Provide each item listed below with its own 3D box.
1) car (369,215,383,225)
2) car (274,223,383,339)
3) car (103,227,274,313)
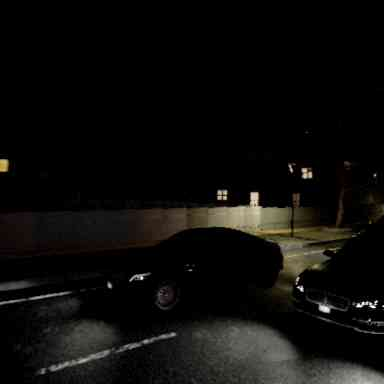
[{"bbox_3d":[9.161,1.685,14.471,4.892,1.490,1.837,1,-1,-35],"label":"car"},{"bbox_3d":[4.025,1.586,6.639,4.892,1.490,1.837,0,0,-36],"label":"car"},{"bbox_3d":[0.266,1.588,7.929,4.674,1.442,1.812,1,-1,-36],"label":"car"}]
